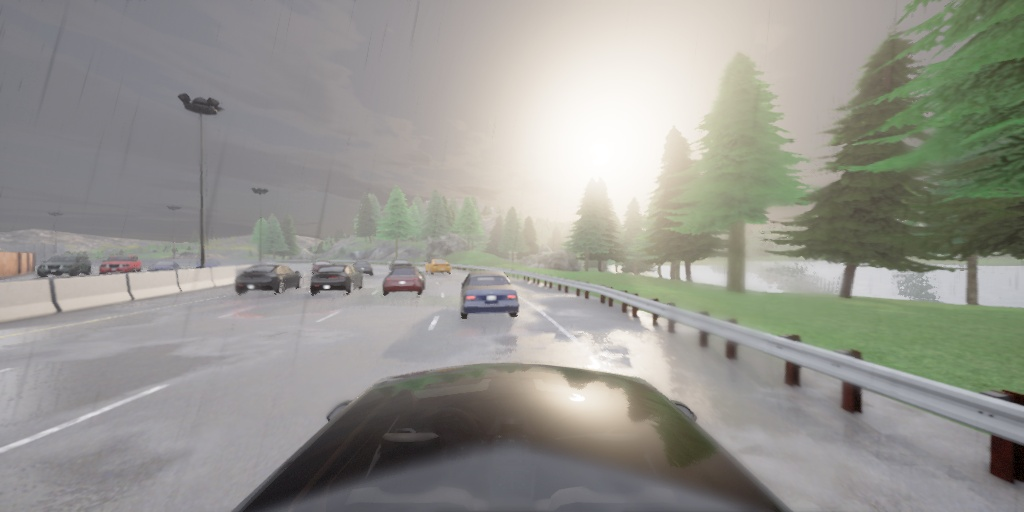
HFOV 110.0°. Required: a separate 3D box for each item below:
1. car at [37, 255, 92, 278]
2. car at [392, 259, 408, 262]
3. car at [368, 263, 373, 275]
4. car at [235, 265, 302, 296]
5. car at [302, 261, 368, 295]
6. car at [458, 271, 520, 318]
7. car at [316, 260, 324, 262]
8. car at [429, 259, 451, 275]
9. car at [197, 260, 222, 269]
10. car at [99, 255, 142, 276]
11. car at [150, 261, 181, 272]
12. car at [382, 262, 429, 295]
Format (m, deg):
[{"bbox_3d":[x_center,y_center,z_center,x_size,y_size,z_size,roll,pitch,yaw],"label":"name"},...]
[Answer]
[{"bbox_3d":[-42.278,0.970,34.073,2.150,2.045,5.566,0,0,-35],"label":"car"},{"bbox_3d":[-11.298,1.086,36.093,1.882,1.535,5.008,0,0,-24],"label":"car"},{"bbox_3d":[-15.019,1.190,35.768,1.994,1.385,4.181,0,0,-25],"label":"car"},{"bbox_3d":[-12.854,1.212,19.260,1.837,1.490,4.892,0,0,-14],"label":"car"},{"bbox_3d":[-9.247,1.197,19.215,1.837,1.490,4.892,0,0,-13],"label":"car"},{"bbox_3d":[-0.917,1.241,12.771,2.033,1.411,5.357,0,0,-7],"label":"car"},{"bbox_3d":[-18.984,1.167,35.993,1.812,1.442,4.674,0,0,-26],"label":"car"},{"bbox_3d":[-7.523,1.070,36.165,1.882,1.535,5.008,0,0,-22],"label":"car"},{"bbox_3d":[-33.605,1.158,39.884,1.882,1.535,5.008,0,1,-35],"label":"car"},{"bbox_3d":[-39.940,0.949,36.775,2.150,2.045,5.566,0,0,-36],"label":"car"},{"bbox_3d":[-36.401,1.230,37.798,1.812,1.442,4.674,0,1,-35],"label":"car"},{"bbox_3d":[-5.692,1.242,19.222,1.994,1.385,4.181,0,0,-12],"label":"car"}]
